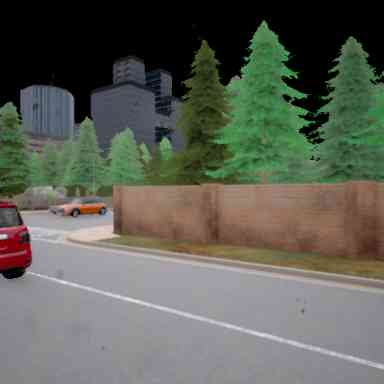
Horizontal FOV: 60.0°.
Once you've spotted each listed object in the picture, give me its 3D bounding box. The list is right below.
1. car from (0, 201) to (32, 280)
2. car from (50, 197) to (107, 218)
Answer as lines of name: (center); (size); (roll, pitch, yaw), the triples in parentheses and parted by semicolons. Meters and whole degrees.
car: (-6.398, 1.230, 8.878); (5.566, 2.045, 2.150); (0, 0, 39)
car: (-10.241, 1.367, 30.948); (2.097, 1.767, 4.553); (0, 0, 35)
